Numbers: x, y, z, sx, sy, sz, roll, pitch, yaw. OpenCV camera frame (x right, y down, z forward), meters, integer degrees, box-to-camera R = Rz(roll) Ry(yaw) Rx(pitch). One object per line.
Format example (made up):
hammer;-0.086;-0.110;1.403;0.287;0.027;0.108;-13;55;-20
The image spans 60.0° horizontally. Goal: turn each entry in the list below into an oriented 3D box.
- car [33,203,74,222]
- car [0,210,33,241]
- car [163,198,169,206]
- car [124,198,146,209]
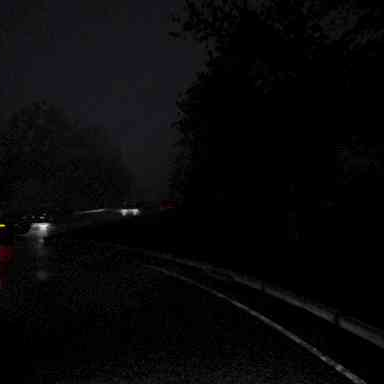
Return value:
car;-12.009;1.710;28.439;1.837;1.490;4.892;-1;0;10
car;-9.894;1.695;17.206;1.812;1.442;4.674;-2;0;-14
car;-3.509;1.584;54.466;1.812;1.442;4.674;-1;0;11
car;-8.288;1.618;48.538;1.882;1.535;5.008;-1;0;11
